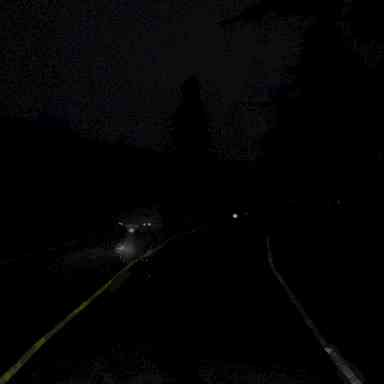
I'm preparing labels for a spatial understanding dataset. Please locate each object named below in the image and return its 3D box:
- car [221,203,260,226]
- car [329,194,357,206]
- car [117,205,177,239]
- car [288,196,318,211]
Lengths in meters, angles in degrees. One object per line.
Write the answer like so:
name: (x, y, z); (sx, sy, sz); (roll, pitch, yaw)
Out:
car: (3.381, 1.464, 22.712); (1.994, 1.385, 4.181); (0, 0, 20)
car: (23.089, 1.143, 50.770); (4.553, 1.767, 2.097); (0, 0, -28)
car: (-2.128, 1.413, 16.978); (2.128, 1.511, 4.902); (0, 0, 13)
car: (12.919, 1.190, 38.207); (2.097, 1.767, 4.553); (0, 0, 41)
